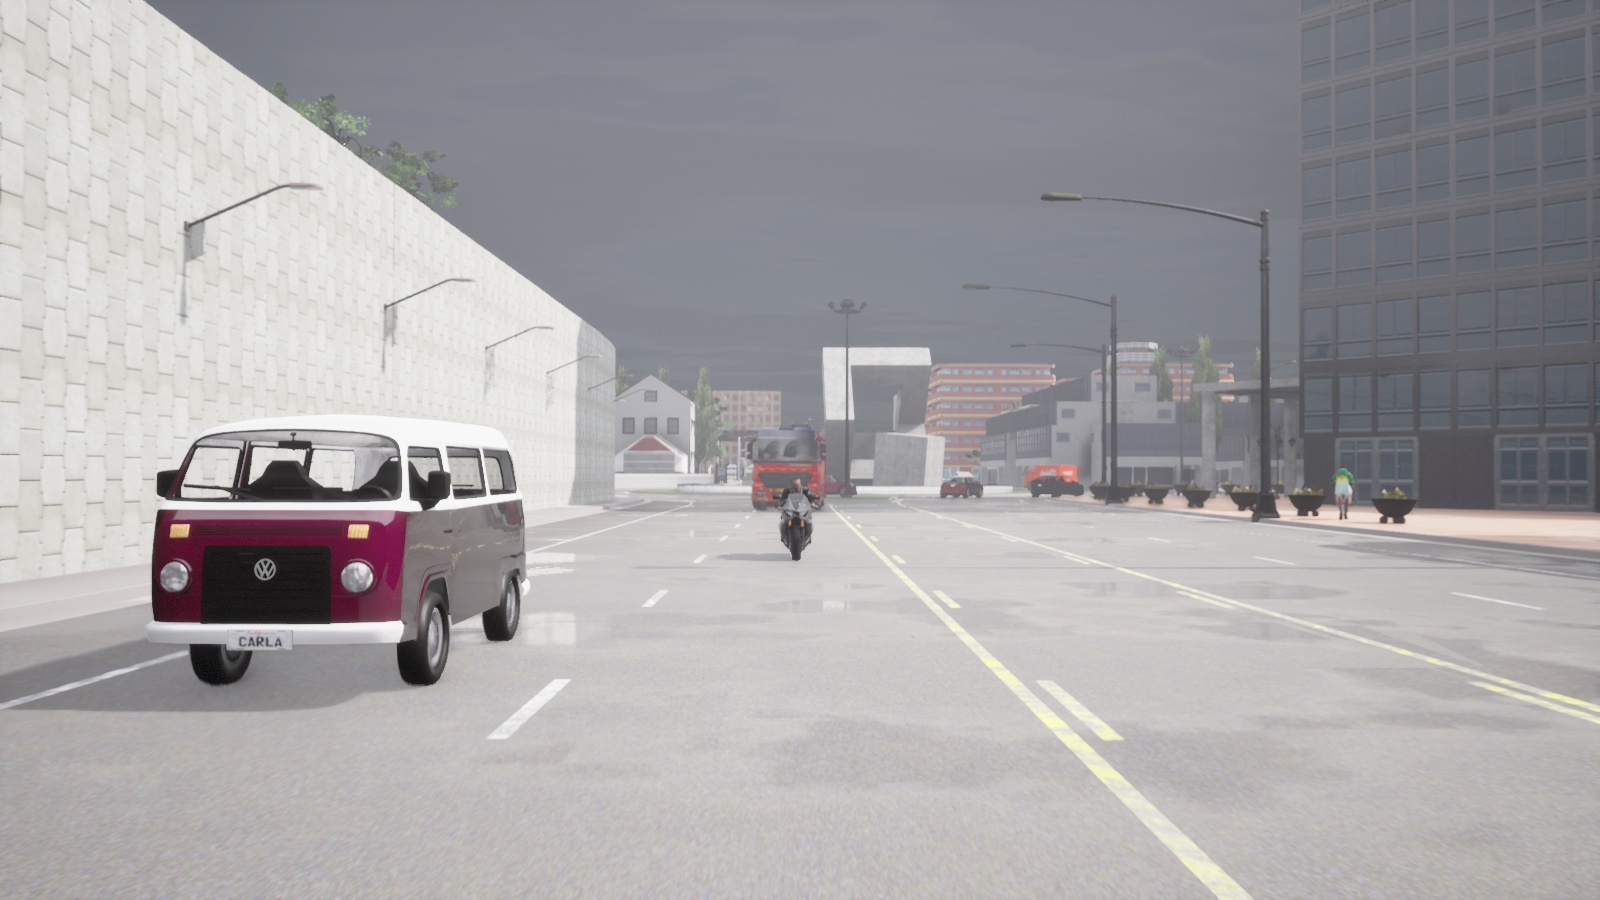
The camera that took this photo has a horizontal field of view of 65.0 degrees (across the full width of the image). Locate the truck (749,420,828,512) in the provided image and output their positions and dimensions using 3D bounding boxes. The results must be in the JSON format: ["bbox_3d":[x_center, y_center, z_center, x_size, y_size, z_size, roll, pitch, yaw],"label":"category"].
[{"bbox_3d":[-0.386,0.761,56.666,2.891,3.827,8.468,0,-1,4],"label":"truck"}]

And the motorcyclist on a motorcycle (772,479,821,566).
[{"bbox_3d":[-0.058,1.311,23.389,0.866,1.530,2.191,0,-1,0],"label":"motorcyclist on a motorcycle"}]

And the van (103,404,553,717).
[{"bbox_3d":[-3.528,0.763,10.460,2.069,2.038,4.480,0,-1,0],"label":"van"}]

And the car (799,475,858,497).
[{"bbox_3d":[1.931,2.419,84.313,3.806,1.475,1.970,0,-1,8],"label":"car"}]

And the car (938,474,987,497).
[{"bbox_3d":[10.747,2.351,82.792,1.970,1.475,3.806,-1,-1,27],"label":"car"}]

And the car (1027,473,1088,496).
[{"bbox_3d":[17.590,2.358,85.629,2.007,1.525,4.514,-1,-2,44],"label":"car"}]

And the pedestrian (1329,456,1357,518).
[{"bbox_3d":[17.437,1.187,40.331,0.659,1.952,0.873,-1,-1,32],"label":"pedestrian"}]
